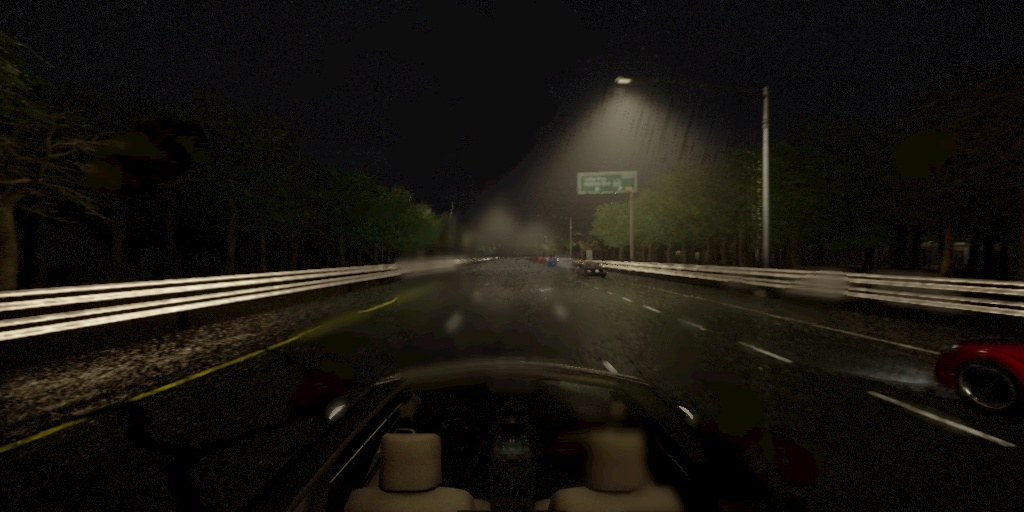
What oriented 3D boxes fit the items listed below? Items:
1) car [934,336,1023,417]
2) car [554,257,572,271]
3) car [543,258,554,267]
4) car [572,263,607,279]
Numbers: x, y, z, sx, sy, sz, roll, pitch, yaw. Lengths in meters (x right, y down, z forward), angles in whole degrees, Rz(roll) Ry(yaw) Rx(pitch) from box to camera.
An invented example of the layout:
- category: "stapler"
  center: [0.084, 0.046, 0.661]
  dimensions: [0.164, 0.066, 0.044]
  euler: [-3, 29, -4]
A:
- category: "car"
  center: [7.001, 1.316, 3.303]
  dimensions: [1.994, 1.385, 4.181]
  euler: [0, 0, 0]
- category: "car"
  center: [7.100, 1.254, 47.215]
  dimensions: [1.812, 1.442, 4.674]
  euler: [0, 0, 0]
- category: "car"
  center: [7.149, 1.195, 63.212]
  dimensions: [1.882, 1.535, 5.008]
  euler: [0, 0, 0]
- category: "car"
  center: [7.055, 1.286, 32.221]
  dimensions: [2.033, 1.411, 5.357]
  euler: [0, 0, 0]
